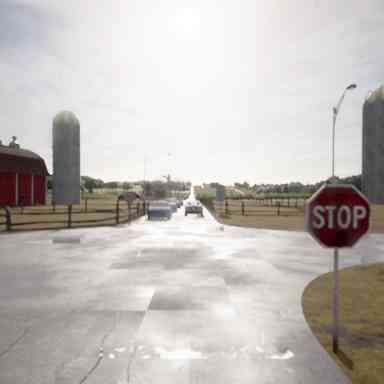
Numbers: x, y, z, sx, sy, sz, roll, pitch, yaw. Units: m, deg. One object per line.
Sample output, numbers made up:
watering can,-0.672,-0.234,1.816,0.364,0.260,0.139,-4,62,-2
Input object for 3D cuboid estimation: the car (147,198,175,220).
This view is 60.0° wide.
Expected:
car,-2.779,1.548,29.380,1.882,1.535,5.008,0,-1,0

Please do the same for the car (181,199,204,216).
car,0.182,1.634,33.701,2.033,1.411,5.357,0,0,0

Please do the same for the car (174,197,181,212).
car,-2.747,1.606,40.077,2.128,1.511,4.902,0,0,0

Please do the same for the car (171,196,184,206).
car,-2.626,1.633,60.055,2.097,1.767,4.553,0,-1,1
